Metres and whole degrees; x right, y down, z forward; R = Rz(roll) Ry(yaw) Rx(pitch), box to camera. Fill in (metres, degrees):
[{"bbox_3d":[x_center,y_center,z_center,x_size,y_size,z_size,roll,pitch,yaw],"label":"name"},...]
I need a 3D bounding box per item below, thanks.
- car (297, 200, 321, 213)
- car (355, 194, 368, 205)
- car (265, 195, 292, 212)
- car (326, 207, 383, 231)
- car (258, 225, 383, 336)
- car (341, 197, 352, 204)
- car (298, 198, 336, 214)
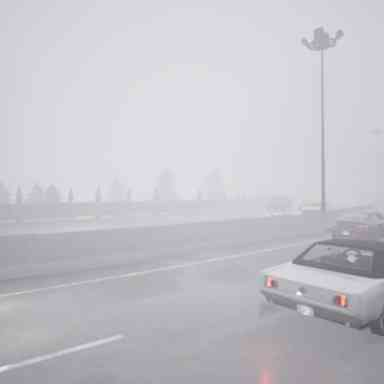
[{"bbox_3d":[14.593,1.745,41.366,1.994,1.385,4.181,-1,0,31],"label":"car"},{"bbox_3d":[34.224,1.482,67.012,2.150,2.045,5.566,0,0,31],"label":"car"},{"bbox_3d":[11.194,1.424,42.532,2.150,2.045,5.566,0,0,32],"label":"car"},{"bbox_3d":[8.200,1.570,15.804,4.674,1.442,1.812,0,0,-45],"label":"car"},{"bbox_3d":[3.550,1.618,6.760,4.718,1.301,1.895,0,0,-39],"label":"car"},{"bbox_3d":[34.756,1.841,74.682,1.812,1.442,4.674,0,0,31],"label":"car"},{"bbox_3d":[11.606,1.597,30.712,1.882,1.535,5.008,0,0,36],"label":"car"}]
